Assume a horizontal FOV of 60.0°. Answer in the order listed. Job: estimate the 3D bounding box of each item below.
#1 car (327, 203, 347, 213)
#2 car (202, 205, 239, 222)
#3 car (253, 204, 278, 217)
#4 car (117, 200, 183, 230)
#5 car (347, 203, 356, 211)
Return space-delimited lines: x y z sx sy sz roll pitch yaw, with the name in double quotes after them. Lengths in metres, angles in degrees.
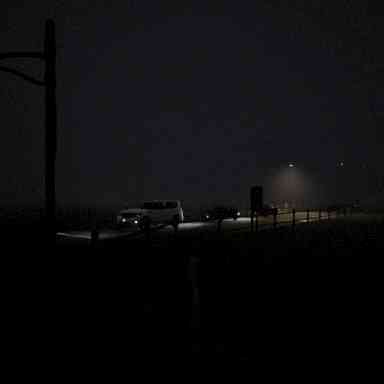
23.329 2.671 54.208 1.812 1.442 4.674 0 -1 37 "car"
2.878 2.067 32.533 2.128 1.511 4.902 0 -1 36 "car"
8.910 2.266 40.762 2.128 1.511 4.902 0 -1 36 "car"
-2.937 1.608 24.595 2.150 2.045 5.566 0 -1 36 "car"
29.818 2.867 63.082 1.837 1.490 4.892 0 -1 36 "car"
